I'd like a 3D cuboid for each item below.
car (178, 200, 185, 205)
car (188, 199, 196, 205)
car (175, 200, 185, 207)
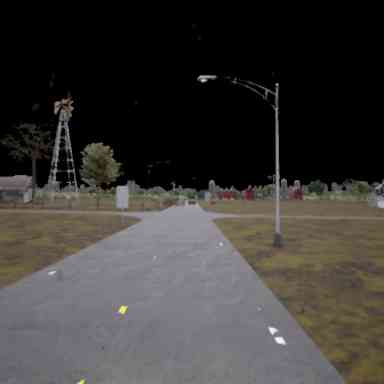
[{"bbox_3d":[-2.765,2.809,90.184,1.895,1.301,4.718,0,-1,0],"label":"car"},{"bbox_3d":[-0.014,2.656,87.352,1.882,1.535,5.008,0,-1,0],"label":"car"},{"bbox_3d":[-2.763,2.559,74.701,1.994,1.385,4.181,0,-1,0],"label":"car"}]
